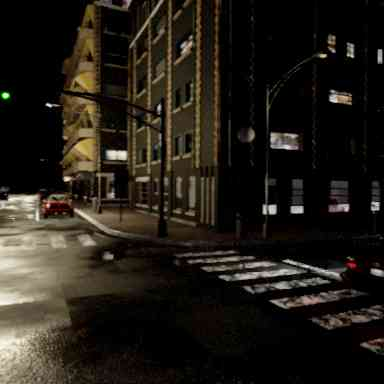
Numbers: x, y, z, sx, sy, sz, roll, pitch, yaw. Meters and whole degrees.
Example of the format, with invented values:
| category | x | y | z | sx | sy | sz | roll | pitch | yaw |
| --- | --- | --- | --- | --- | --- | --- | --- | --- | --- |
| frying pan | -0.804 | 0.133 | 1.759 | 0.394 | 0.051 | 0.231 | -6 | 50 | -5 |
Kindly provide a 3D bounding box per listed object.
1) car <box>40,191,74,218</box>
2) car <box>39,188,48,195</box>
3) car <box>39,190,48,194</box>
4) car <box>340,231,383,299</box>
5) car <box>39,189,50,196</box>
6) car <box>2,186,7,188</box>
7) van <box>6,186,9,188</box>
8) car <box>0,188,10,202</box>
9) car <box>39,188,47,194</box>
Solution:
| category | x | y | z | sx | sy | sz | roll | pitch | yaw |
| --- | --- | --- | --- | --- | --- | --- | --- | --- | --- |
| car | -9.546 | 0.931 | 23.688 | 1.967 | 1.590 | 4.097 | 1 | 1 | -25 |
| car | -35.843 | -0.147 | 80.163 | 1.887 | 1.381 | 4.507 | 1 | 1 | -25 |
| car | -16.792 | 0.729 | 39.055 | 1.947 | 1.339 | 4.313 | 1 | 1 | -25 |
| car | 5.883 | 1.678 | 7.589 | 5.357 | 1.411 | 2.033 | 1 | 0 | -25 |
| car | -31.080 | 0.069 | 69.886 | 2.008 | 1.369 | 4.403 | 1 | 1 | -25 |
| car | -38.683 | 0.046 | 66.361 | 2.008 | 1.369 | 4.403 | 1 | 1 | -25 |
| van | -45.824 | -0.478 | 81.774 | 1.690 | 1.788 | 3.998 | 1 | 1 | -25 |
| car | -25.336 | 0.560 | 43.810 | 1.994 | 1.385 | 4.181 | 0 | 1 | -24 |
| car | -38.225 | -0.230 | 85.302 | 1.947 | 1.339 | 4.313 | 1 | 1 | -25 |
